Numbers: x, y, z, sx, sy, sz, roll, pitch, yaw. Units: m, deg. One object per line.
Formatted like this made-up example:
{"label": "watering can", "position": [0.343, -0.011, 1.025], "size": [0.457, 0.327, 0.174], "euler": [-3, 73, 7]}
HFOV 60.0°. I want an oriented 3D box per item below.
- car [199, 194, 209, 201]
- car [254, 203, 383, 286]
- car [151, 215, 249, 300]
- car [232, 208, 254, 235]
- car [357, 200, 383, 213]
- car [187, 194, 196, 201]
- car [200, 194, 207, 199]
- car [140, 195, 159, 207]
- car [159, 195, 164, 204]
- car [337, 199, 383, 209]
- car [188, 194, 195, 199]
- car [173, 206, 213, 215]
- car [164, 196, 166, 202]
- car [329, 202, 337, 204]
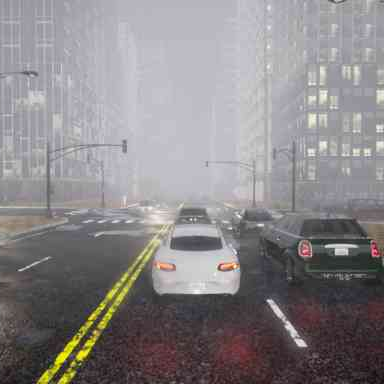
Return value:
{"label": "car", "position": [3.049, 1.392, 80.430], "size": [1.882, 1.535, 5.008], "euler": [0, 0, 0]}
{"label": "car", "position": [3.327, 1.348, 9.534], "size": [2.097, 1.767, 4.553], "euler": [0, 0, 0]}
{"label": "car", "position": [0.081, 1.522, 8.258], "size": [1.812, 1.442, 4.674], "euler": [0, 0, 0]}
{"label": "car", "position": [3.304, 1.554, 17.921], "size": [1.994, 1.385, 4.181], "euler": [0, 0, 0]}
{"label": "car", "position": [21.715, 1.641, 37.974], "size": [4.829, 1.417, 1.752], "euler": [1, 0, 1]}
{"label": "car", "position": [-0.202, 1.414, 80.423], "size": [1.837, 1.490, 4.892], "euler": [0, 0, 0]}
{"label": "car", "position": [3.022, 1.262, 90.848], "size": [1.812, 1.442, 4.674], "euler": [0, 0, 0]}
{"label": "car", "position": [-6.718, 1.526, 50.850], "size": [1.994, 1.385, 4.181], "euler": [0, 0, 0]}
{"label": "car", "position": [-6.722, 1.427, 61.174], "size": [1.882, 1.535, 5.008], "euler": [0, 0, 1]}
{"label": "car", "position": [16.127, 1.518, 29.674], "size": [5.009, 1.841, 2.192], "euler": [1, 0, 1]}
{"label": "car", "position": [-0.228, 1.216, 90.840], "size": [1.882, 1.535, 5.008], "euler": [0, 0, 0]}
{"label": "car", "position": [0.057, 1.495, 17.507], "size": [1.837, 1.490, 4.892], "euler": [0, 0, 0]}
{"label": "car", "position": [-6.681, 1.413, 71.549], "size": [1.882, 1.535, 5.008], "euler": [0, 0, 0]}
{"label": "car", "position": [15.066, 1.701, 35.460], "size": [4.718, 1.301, 1.895], "euler": [0, 1, 0]}
